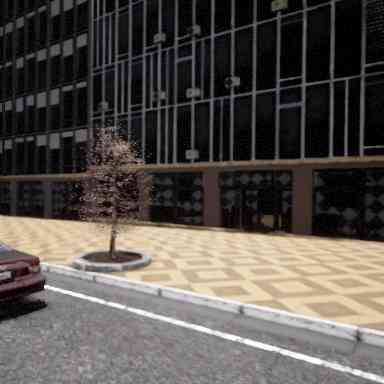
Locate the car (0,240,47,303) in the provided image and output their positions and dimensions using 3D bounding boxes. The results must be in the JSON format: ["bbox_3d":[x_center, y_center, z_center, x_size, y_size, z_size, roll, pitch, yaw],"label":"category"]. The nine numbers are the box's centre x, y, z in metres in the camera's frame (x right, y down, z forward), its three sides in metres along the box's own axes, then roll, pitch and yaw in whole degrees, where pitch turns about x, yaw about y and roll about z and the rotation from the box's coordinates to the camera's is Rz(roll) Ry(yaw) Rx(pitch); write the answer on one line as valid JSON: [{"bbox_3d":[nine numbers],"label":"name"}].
[{"bbox_3d":[-5.465,1.547,7.306,5.357,1.411,2.033,0,0,33],"label":"car"}]
